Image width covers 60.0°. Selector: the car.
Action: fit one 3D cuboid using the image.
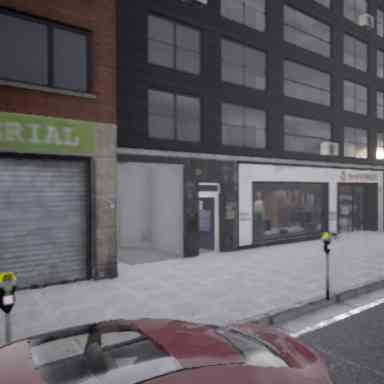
[{"bbox_3d":[-0.775,1.574,1.869,4.206,1.307,1.802,0,0,-35],"label":"car"}]
